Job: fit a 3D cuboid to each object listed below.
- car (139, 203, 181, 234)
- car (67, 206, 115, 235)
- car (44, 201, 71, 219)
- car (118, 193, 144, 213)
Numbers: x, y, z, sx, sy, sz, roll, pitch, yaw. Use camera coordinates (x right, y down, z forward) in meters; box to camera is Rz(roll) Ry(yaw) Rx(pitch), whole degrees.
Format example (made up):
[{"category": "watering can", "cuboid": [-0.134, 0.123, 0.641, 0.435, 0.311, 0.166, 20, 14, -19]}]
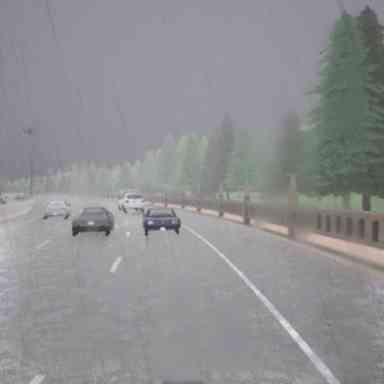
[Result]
[{"category": "car", "cuboid": [-1.863, 1.550, 18.871, 1.895, 1.301, 4.718, 0, 0, -10]}, {"category": "car", "cuboid": [-5.416, 1.526, 18.603, 1.994, 1.385, 4.181, 0, 0, -10]}, {"category": "car", "cuboid": [-11.351, 1.479, 28.256, 1.812, 1.442, 4.674, 0, 0, -16]}, {"category": "car", "cuboid": [-6.727, 1.134, 36.652, 2.150, 2.045, 5.566, 0, 0, -20]}]
